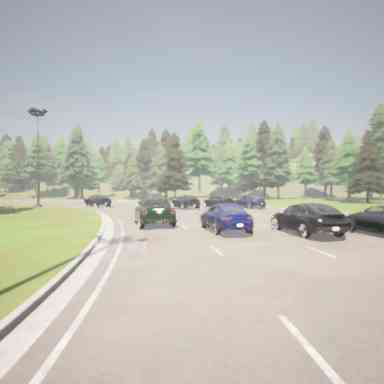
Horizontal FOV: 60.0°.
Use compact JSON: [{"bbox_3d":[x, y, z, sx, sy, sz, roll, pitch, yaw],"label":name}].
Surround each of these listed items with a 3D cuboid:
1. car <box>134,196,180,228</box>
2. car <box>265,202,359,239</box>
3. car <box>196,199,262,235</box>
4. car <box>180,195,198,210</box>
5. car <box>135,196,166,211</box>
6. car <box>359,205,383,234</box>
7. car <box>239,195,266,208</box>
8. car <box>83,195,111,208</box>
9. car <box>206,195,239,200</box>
[{"bbox_3d":[-2.436,1.124,20.828,2.097,1.767,4.553,-1,1,-15],"label":"car"},{"bbox_3d":[5.514,1.280,16.096,1.837,1.490,4.892,0,0,-10],"label":"car"},{"bbox_3d":[1.718,1.321,17.282,1.812,1.442,4.674,0,0,-11],"label":"car"},{"bbox_3d":[-0.832,1.107,36.625,1.837,1.490,4.892,0,-1,-27],"label":"car"},{"bbox_3d":[-4.591,1.164,36.266,1.812,1.442,4.674,0,1,-29],"label":"car"},{"bbox_3d":[9.094,1.316,15.720,1.994,1.385,4.181,-1,1,-9],"label":"car"},{"bbox_3d":[6.497,1.061,37.466,1.812,1.442,4.674,-1,0,-23],"label":"car"},{"bbox_3d":[-11.888,1.112,41.382,1.837,1.490,4.892,1,0,-43],"label":"car"},{"bbox_3d":[2.868,1.072,37.001,1.837,1.490,4.892,0,0,-26],"label":"car"}]
